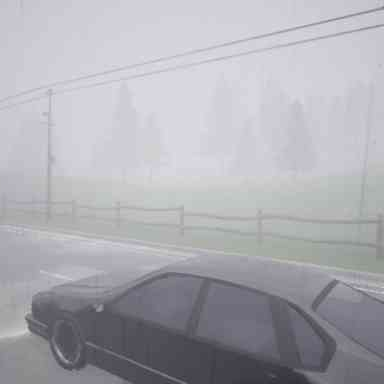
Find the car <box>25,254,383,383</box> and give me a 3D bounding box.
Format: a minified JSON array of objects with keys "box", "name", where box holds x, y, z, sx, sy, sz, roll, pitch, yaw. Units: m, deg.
[{"box":[0.337,1.504,3.868,5.357,1.411,2.033,1,1,34],"name":"car"}]
